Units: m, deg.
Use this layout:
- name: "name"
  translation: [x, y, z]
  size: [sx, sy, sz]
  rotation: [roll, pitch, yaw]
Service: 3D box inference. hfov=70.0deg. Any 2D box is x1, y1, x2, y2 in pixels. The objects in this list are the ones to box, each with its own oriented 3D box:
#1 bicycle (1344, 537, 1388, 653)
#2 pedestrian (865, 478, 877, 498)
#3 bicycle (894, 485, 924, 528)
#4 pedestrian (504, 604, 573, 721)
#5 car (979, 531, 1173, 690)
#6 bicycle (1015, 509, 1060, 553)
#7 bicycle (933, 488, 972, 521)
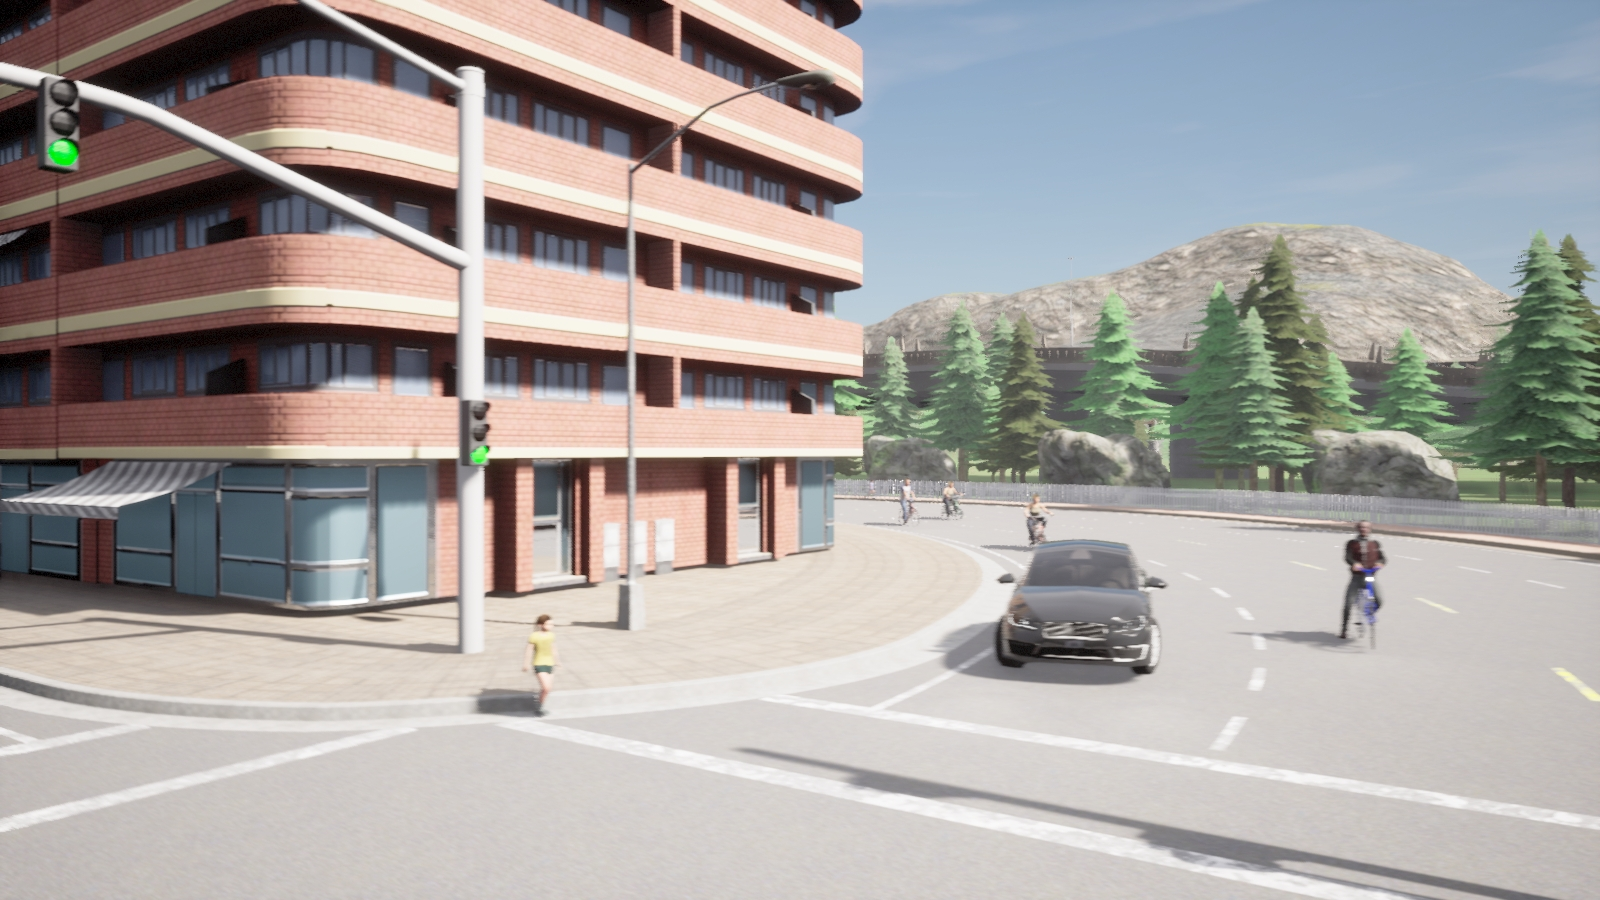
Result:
- name: "bicycle"
  translation: [8.112, 2.037, 16.412]
  size: [0.329, 1.471, 1.835]
  rotation: [0, -1, 19]
- name: "pedestrian"
  translation: [4.098, 2.176, 65.877]
  size: [0.500, 1.100, 0.500]
  rotation: [0, 0, 43]
- name: "bicycle"
  translation: [4.074, 2.101, 42.654]
  size: [0.373, 1.496, 1.643]
  rotation: [-1, 0, -22]
- name: "pedestrian"
  translation: [-2.734, 2.208, 11.958]
  size: [0.500, 1.100, 0.500]
  rotation: [0, 0, 31]
- name: "car"
  translation: [3.921, 2.042, 15.896]
  size: [2.231, 1.480, 4.892]
  rotation: [0, 0, 16]
- name: "bicycle"
  translation: [6.655, 2.249, 32.081]
  size: [0.859, 1.126, 1.487]
  rotation: [0, 0, -5]
- name: "bicycle"
  translation: [6.175, 2.209, 46.389]
  size: [0.859, 1.276, 1.487]
  rotation: [0, 0, -27]
